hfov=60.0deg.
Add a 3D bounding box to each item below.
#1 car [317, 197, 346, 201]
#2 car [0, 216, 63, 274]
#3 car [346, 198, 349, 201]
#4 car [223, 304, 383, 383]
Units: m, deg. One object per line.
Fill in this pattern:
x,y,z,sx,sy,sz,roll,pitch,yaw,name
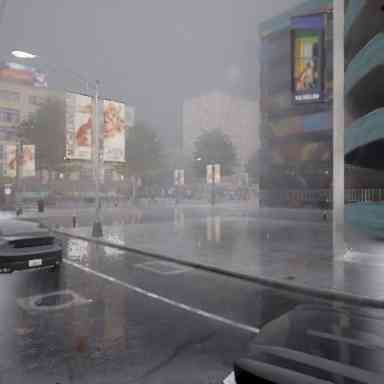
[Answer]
17.393,1.318,42.573,4.674,1.452,2.002,0,0,-42,car
-5.538,1.504,10.014,1.837,1.490,4.892,0,0,-43,car
23.629,1.411,53.837,4.786,1.482,2.161,0,0,-42,car
2.600,1.601,2.251,4.718,1.301,1.895,0,0,36,car
